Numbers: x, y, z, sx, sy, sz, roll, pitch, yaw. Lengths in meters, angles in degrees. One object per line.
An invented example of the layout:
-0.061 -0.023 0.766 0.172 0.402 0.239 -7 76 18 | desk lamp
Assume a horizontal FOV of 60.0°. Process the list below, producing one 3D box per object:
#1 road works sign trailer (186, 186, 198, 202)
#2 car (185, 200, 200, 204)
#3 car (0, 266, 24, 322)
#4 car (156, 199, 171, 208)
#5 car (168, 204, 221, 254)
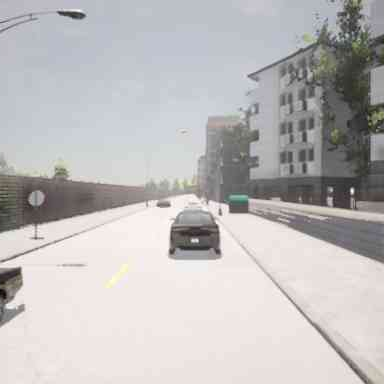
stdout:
0.002 0.504 67.662 2.380 3.560 2.880 0 0 0 | road works sign trailer
0.087 1.545 32.455 1.812 1.442 4.674 0 0 0 | car
-4.101 1.603 4.038 1.895 1.301 4.718 0 0 0 | car
-4.079 1.629 48.462 1.895 1.301 4.718 0 0 0 | car
0.101 1.486 13.649 1.882 1.535 5.008 0 0 0 | car
